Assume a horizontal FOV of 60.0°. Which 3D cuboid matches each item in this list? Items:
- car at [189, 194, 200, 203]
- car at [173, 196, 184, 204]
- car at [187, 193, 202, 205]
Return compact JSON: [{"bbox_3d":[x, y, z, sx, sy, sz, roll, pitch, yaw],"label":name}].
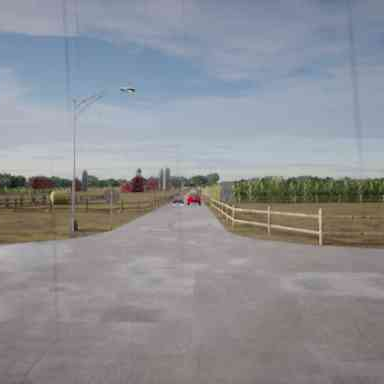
[{"bbox_3d":[0.421,1.214,64.391,2.097,1.767,4.553,0,0,0],"label":"car"},{"bbox_3d":[-2.363,1.409,59.432,2.033,1.411,5.357,0,0,0],"label":"car"},{"bbox_3d":[0.353,1.101,54.030,2.150,2.045,5.566,0,0,0],"label":"car"}]
